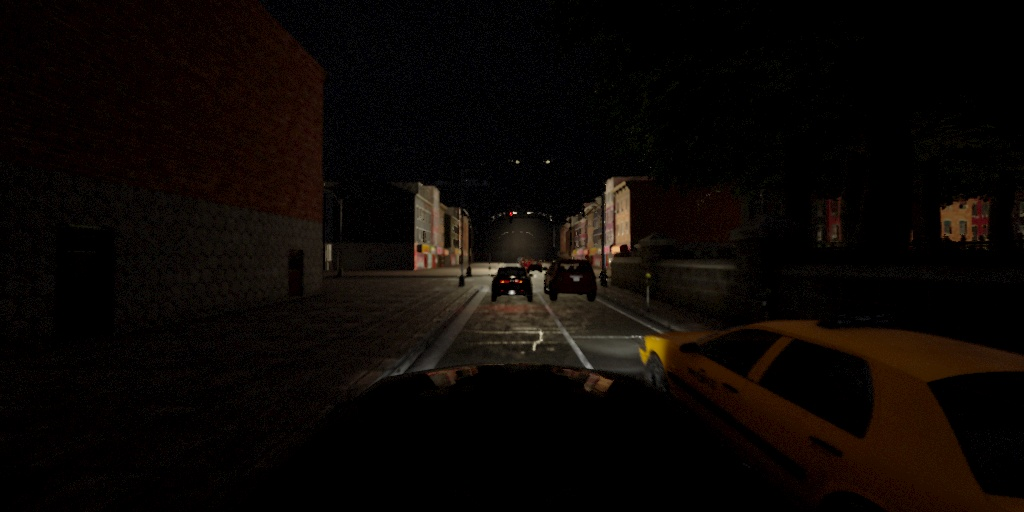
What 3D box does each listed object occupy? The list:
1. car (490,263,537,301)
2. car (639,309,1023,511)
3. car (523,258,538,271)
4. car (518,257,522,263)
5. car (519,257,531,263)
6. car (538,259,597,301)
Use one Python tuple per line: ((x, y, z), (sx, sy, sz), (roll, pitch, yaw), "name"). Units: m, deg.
((0.001, 1.242, 17.082), (1.837, 1.490, 4.892), (0, 0, 0), "car")
((2.749, 1.208, 3.146), (1.801, 1.575, 5.366), (0, 0, 0), "car")
((2.640, 1.289, 43.550), (1.888, 1.381, 4.507), (0, 0, 0), "car")
((2.641, 1.089, 65.299), (2.192, 1.841, 5.009), (0, 0, 0), "car")
((2.641, 1.310, 59.862), (1.888, 1.381, 4.507), (0, 0, 0), "car")
((2.638, 1.051, 17.121), (2.192, 1.841, 5.009), (0, 0, 0), "car")
